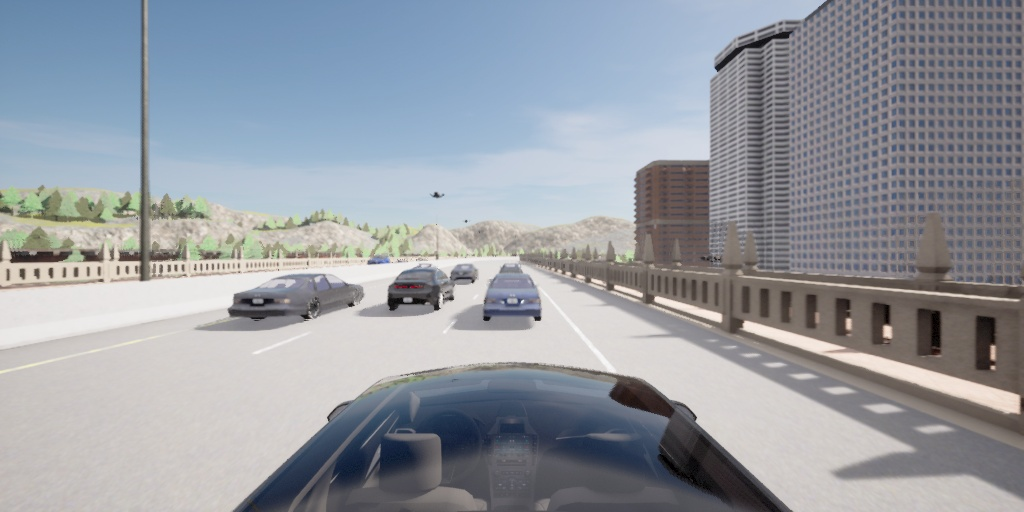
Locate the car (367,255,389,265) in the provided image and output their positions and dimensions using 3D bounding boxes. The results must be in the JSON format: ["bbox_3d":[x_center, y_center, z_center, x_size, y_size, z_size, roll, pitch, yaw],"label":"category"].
[{"bbox_3d":[-22.047,0.902,59.598,2.150,2.045,5.566,0,0,-1],"label":"car"}]

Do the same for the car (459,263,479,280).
[{"bbox_3d":[-3.594,1.267,27.539,2.033,1.411,5.357,0,0,-1],"label":"car"}]

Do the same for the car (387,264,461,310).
[{"bbox_3d":[-3.463,1.239,14.417,1.837,1.490,4.892,0,0,1],"label":"car"}]

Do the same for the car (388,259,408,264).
[{"bbox_3d":[-18.552,1.281,59.810,1.895,1.301,4.718,0,0,-1],"label":"car"}]

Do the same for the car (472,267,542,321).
[{"bbox_3d":[0.019,1.285,12.435,2.033,1.411,5.357,0,0,0],"label":"car"}]

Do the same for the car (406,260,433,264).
[{"bbox_3d":[-7.127,1.281,29.891,1.994,1.385,4.181,0,0,-1],"label":"car"}]

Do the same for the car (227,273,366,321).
[{"bbox_3d":[-6.983,1.285,12.383,2.033,1.411,5.357,0,0,0],"label":"car"}]

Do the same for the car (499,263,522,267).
[{"bbox_3d":[-0.130,1.282,30.030,1.994,1.385,4.181,0,0,-1],"label":"car"}]
